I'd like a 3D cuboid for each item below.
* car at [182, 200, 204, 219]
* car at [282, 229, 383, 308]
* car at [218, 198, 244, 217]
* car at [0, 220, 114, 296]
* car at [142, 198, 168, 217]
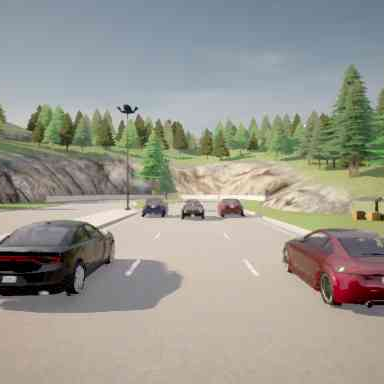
[{"bbox_3d":[0.092,1.601,29.199,1.895,1.301,4.718,0,0,0],"label":"car"},{"bbox_3d":[3.599,1.564,7.998,1.994,1.385,4.181,0,0,0],"label":"car"},{"bbox_3d":[3.593,1.351,31.511,2.097,1.767,4.553,0,0,0],"label":"car"},{"bbox_3d":[-3.400,1.477,8.699,1.882,1.535,5.008,0,0,0],"label":"car"},{"bbox_3d":[-3.408,1.351,31.505,2.097,1.767,4.553,0,0,0],"label":"car"}]
